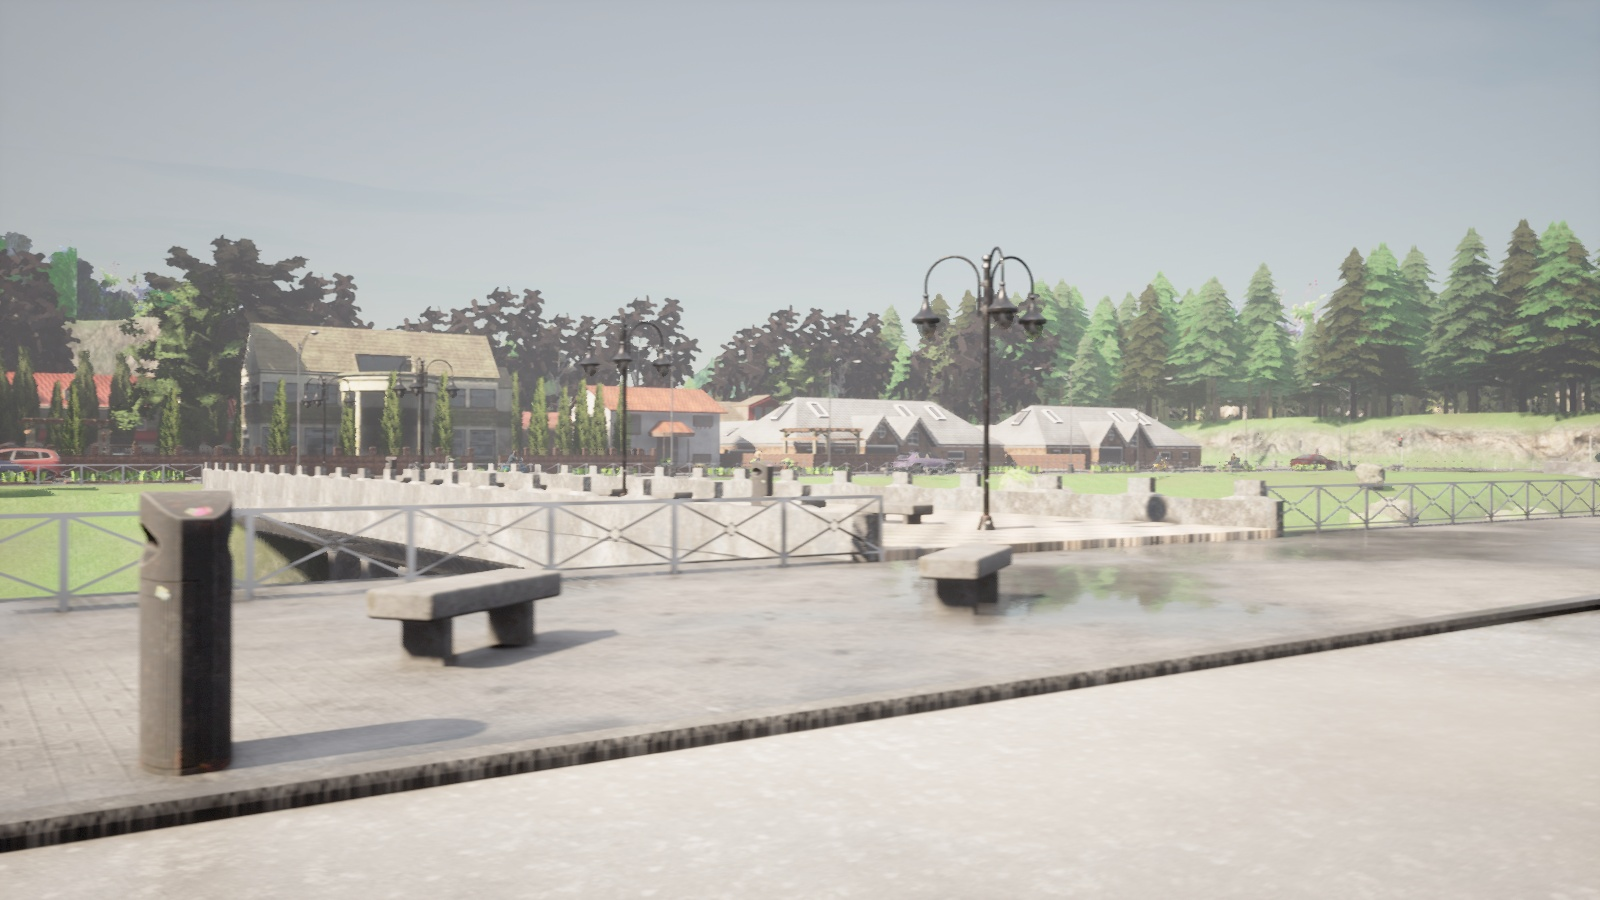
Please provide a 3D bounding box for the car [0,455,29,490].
[{"bbox_3d":[-35.687,0.968,54.584,3.633,1.501,1.845,0,0,-35],"label":"car"}]

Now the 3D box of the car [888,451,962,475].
[{"bbox_3d":[8.499,0.864,85.326,4.856,1.649,2.033,0,0,-35],"label":"car"}]

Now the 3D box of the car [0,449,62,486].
[{"bbox_3d":[-37.126,0.811,58.457,4.611,1.667,2.242,0,0,-35],"label":"car"}]
